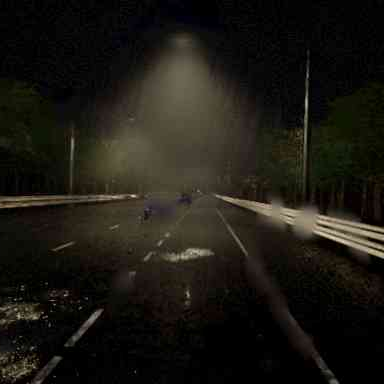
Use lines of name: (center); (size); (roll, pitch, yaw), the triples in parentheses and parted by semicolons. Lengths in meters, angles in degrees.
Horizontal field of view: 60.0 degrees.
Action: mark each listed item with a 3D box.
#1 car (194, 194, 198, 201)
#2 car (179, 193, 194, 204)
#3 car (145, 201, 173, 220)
car: (-0.224, 1.527, 88.549); (1.882, 1.535, 5.008); (2, 0, 2)
car: (-1.215, 1.207, 62.926); (2.150, 2.045, 5.566); (2, 0, 2)
car: (-2.628, 1.446, 26.911); (1.812, 1.442, 4.674); (2, 0, 2)
